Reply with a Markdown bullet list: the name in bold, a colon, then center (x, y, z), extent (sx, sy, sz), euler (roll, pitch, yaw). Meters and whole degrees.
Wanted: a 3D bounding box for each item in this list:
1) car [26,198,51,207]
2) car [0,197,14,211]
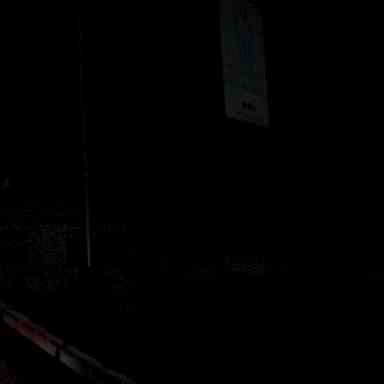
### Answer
- **car**: center (-23.523, 1.599, 51.211), extent (1.994, 1.385, 4.181), euler (-3, 0, 7)
- **car**: center (-23.170, 1.337, 39.719), extent (2.097, 1.767, 4.553), euler (-3, 0, -5)
